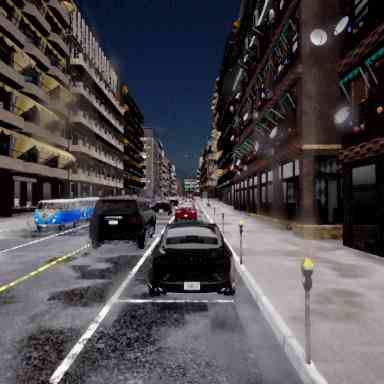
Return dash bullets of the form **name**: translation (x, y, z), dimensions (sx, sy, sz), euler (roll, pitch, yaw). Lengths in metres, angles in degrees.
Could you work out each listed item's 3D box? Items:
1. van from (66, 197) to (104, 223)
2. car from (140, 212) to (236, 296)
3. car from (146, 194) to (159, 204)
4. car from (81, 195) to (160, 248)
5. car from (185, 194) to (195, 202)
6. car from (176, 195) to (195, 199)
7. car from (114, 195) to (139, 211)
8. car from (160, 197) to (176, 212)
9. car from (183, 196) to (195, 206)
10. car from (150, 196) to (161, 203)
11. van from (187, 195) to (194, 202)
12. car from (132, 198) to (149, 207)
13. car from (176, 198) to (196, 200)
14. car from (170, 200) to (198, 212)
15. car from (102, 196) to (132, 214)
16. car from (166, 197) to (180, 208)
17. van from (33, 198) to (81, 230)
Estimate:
- **van**: translation (-8.314, 1.368, 26.285), dimensions (1.690, 1.788, 3.998), euler (1, 0, 0)
- **car**: translation (0.000, 1.509, 8.653), dimensions (1.837, 1.490, 4.892), euler (0, 0, 0)
- **car**: translation (-8.317, 1.471, 70.528), dimensions (2.192, 1.841, 5.009), euler (1, 0, 0)
- **car**: translation (-2.921, 1.231, 15.018), dimensions (2.150, 2.045, 5.566), euler (0, 0, 0)
- **car**: translation (-0.472, 1.521, 81.536), dimensions (2.192, 1.841, 5.009), euler (1, 0, 0)
- **car**: translation (-0.429, 1.490, 37.286), dimensions (1.967, 1.590, 4.097), euler (1, 0, 0)
- **car**: translation (-8.314, 1.379, 42.876), dimensions (2.192, 1.841, 5.009), euler (1, 0, 0)
- **car**: translation (-3.022, 1.549, 34.924), dimensions (1.837, 1.490, 4.892), euler (0, 0, 0)
- **car**: translation (-0.473, 1.553, 59.411), dimensions (1.967, 1.590, 4.097), euler (1, 0, 0)
- **car**: translation (-8.323, 1.725, 76.059), dimensions (1.887, 1.381, 4.507), euler (1, 0, 0)
- **van**: translation (-0.474, 1.575, 87.068), dimensions (1.690, 1.788, 3.998), euler (1, 0, 0)
- **car**: translation (-8.321, 1.660, 53.938), dimensions (1.947, 1.339, 4.313), euler (1, 0, 0)
- **car**: translation (-0.438, 1.582, 31.754), dimensions (1.887, 1.381, 4.507), euler (1, 0, 0)
- **car**: translation (-0.438, 1.572, 26.224), dimensions (1.887, 1.381, 4.507), euler (1, 0, 0)
- **car**: translation (-8.314, 1.365, 37.346), dimensions (2.192, 1.841, 5.009), euler (1, 0, 0)
- **car**: translation (-2.923, 1.564, 51.361), dimensions (1.882, 1.535, 5.008), euler (0, 0, 0)
- **van**: translation (-8.312, 1.358, 20.753), dimensions (1.690, 1.788, 3.998), euler (2, 0, 0)
